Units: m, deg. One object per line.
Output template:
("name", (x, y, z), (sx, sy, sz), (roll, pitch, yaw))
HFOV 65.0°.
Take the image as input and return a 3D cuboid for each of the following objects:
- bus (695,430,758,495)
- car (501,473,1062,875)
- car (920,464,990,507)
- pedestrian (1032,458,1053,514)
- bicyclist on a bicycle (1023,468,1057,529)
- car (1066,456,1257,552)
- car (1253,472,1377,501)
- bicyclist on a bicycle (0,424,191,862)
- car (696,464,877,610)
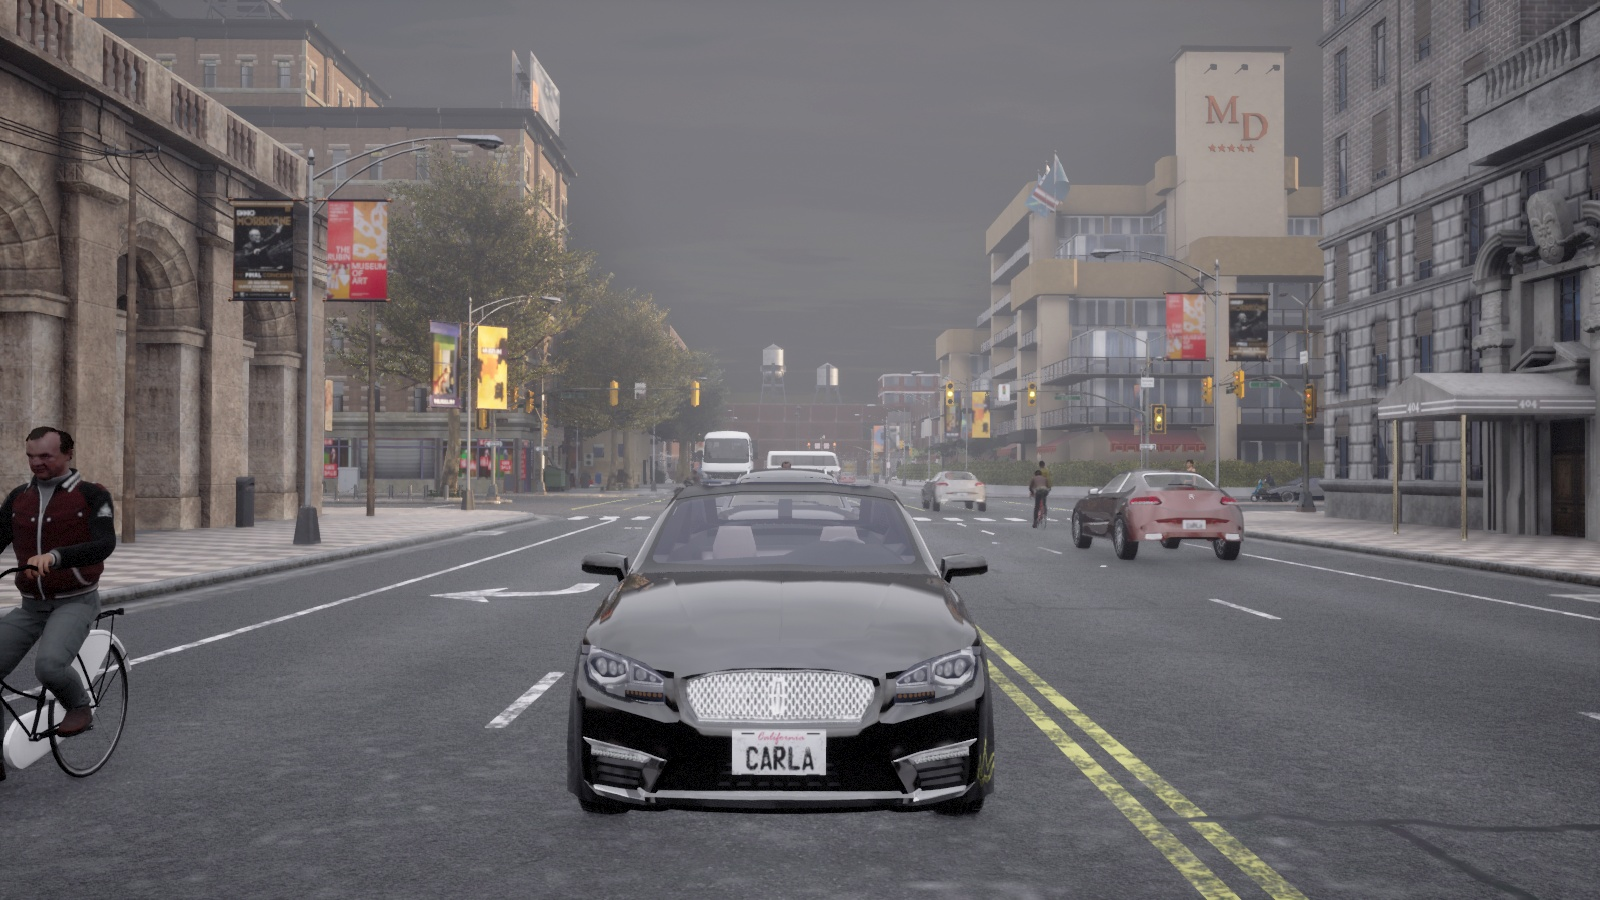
("bus", (-4.931, 0.914, 86.961), (3.944, 4.253, 10.273), (0, -1, -1))
("car", (-0.075, 0.892, 7.228), (2.128, 1.511, 4.902), (0, -1, 0))
("car", (6.245, 1.427, 51.263), (2.152, 1.651, 5.027), (0, -1, -1))
("pedestrian", (8.035, 1.191, 41.583), (0.431, 1.840, 0.709), (-1, -1, 35))
("bicyclist on a bicycle", (6.561, 1.318, 34.429), (0.582, 1.620, 1.656), (0, -1, -1))
("car", (6.752, 0.970, 24.105), (2.152, 1.651, 5.027), (0, -1, -1))
("car", (25.783, 1.814, 63.007), (5.357, 1.411, 2.033), (0, -1, -1))
("bicyclist on a bicycle", (-3.575, 0.796, 5.776), (0.659, 1.776, 1.843), (0, -1, 0))
("car", (-0.165, 1.024, 16.622), (2.033, 1.649, 4.856), (0, -1, 0))
